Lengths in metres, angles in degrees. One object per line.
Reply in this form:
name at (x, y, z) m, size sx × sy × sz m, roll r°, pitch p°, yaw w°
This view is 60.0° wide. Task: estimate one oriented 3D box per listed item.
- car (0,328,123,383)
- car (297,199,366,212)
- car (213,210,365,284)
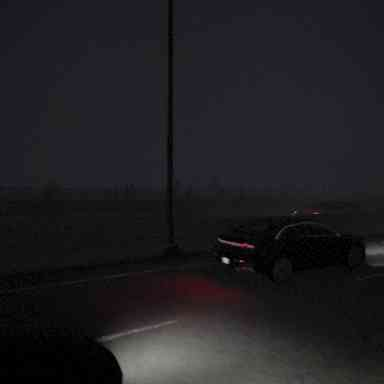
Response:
car at (-2.632, 1.513, 1.745) m, size 4.674 × 1.442 × 1.812 m, roll 0°, pitch 0°, yaw -36°
car at (8.408, 1.327, 20.818) m, size 4.553 × 1.767 × 2.097 m, roll 0°, pitch 0°, yaw -28°
car at (2.907, 1.477, 9.476) m, size 4.902 × 1.511 × 2.128 m, roll 0°, pitch 0°, yaw -31°
